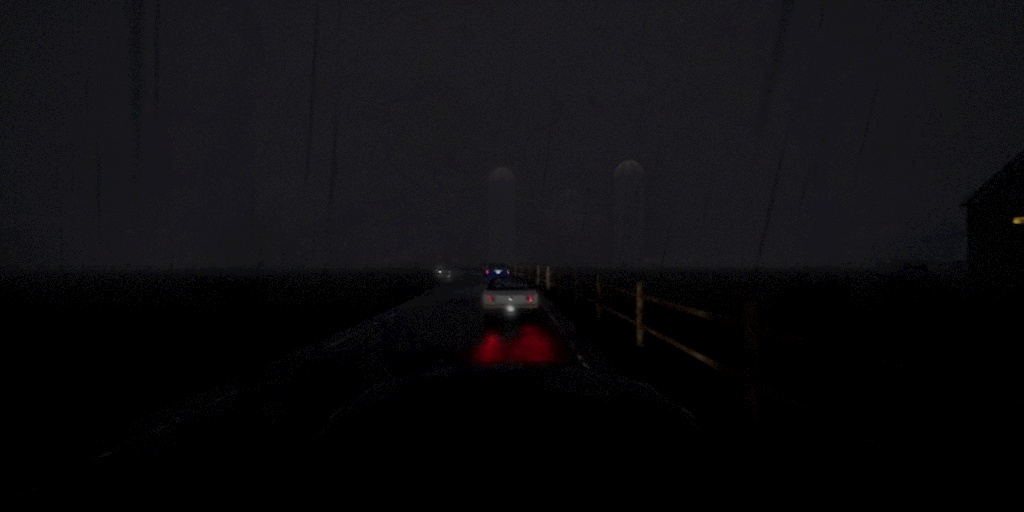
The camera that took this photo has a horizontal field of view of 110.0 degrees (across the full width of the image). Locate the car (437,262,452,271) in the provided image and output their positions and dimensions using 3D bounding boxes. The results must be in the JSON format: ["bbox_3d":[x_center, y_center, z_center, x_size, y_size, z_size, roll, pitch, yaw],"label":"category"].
[{"bbox_3d":[-11.172,1.695,58.556,1.812,1.442,4.674,0,0,-19],"label":"car"}]

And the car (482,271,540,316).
[{"bbox_3d":[-0.081,1.422,13.710,1.895,1.301,4.718,0,0,-1],"label":"car"}]

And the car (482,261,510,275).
[{"bbox_3d":[-1.309,1.275,29.322,2.097,1.767,4.553,0,0,-7],"label":"car"}]
